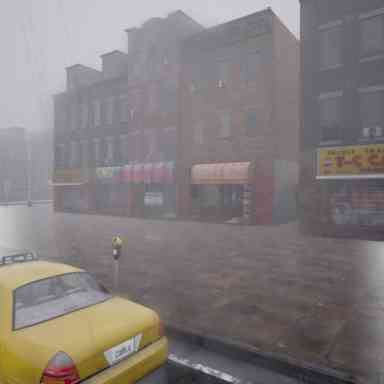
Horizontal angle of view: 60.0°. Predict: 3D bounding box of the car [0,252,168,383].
[{"bbox_3d":[-2.554,1.526,4.636,4.829,1.417,1.752,0,0,36],"label":"car"}]
